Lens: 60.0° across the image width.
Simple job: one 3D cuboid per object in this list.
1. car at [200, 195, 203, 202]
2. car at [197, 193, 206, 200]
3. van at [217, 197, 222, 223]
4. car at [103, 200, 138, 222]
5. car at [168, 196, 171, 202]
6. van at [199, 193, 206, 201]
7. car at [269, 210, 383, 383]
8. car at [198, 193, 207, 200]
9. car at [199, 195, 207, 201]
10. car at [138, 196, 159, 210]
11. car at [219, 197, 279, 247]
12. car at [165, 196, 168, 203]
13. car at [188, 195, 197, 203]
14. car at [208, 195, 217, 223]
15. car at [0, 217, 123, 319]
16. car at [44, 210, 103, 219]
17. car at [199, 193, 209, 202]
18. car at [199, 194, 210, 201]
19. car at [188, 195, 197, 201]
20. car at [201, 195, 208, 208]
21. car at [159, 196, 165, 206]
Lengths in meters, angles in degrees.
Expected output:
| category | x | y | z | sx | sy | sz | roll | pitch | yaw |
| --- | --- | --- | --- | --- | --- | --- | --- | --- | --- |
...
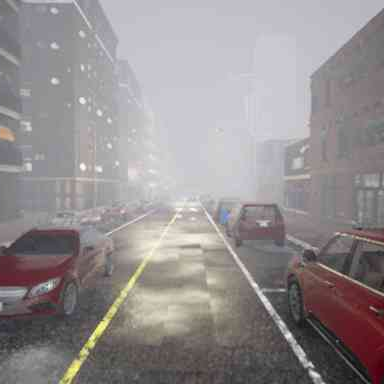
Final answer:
| category | x | y | z | sx | sy | sz | roll | pitch | yaw |
| --- | --- | --- | --- | --- | --- | --- | --- | --- | --- |
| car | 2.655 | 1.515 | 52.356 | 1.947 | 1.339 | 4.313 | -1 | 0 | 0 |
| car | 2.658 | 1.212 | 91.414 | 2.192 | 1.841 | 5.009 | -1 | 0 | 0 |
| van | 2.676 | 1.324 | 20.246 | 1.690 | 1.788 | 3.998 | -1 | 0 | 0 |
| car | -5.700 | 1.417 | 25.662 | 1.967 | 1.590 | 4.097 | -1 | 0 | 0 |
| car | -5.688 | 1.487 | 74.627 | 1.947 | 1.339 | 4.313 | -1 | 0 | 0 |
| van | 2.657 | 1.247 | 85.834 | 1.690 | 1.788 | 3.998 | -1 | 0 | 0 |
| car | 2.673 | 1.312 | 4.025 | 2.192 | 1.841 | 5.009 | -1 | 0 | 0 |
| car | 2.652 | 1.251 | 63.515 | 2.192 | 1.841 | 5.009 | -1 | 0 | 0 |
| car | 2.659 | 1.439 | 80.425 | 1.752 | 1.417 | 4.829 | -1 | 0 | 0 |
| car | -5.697 | 1.400 | 41.884 | 1.967 | 1.590 | 4.097 | -1 | 0 | 0 |
| car | 2.674 | 1.303 | 14.839 | 2.192 | 1.841 | 5.009 | -1 | 0 | 0 |
| car | -5.693 | 1.383 | 57.887 | 1.967 | 1.590 | 4.097 | -1 | 0 | 0 |
| car | 0.015 | 1.470 | 68.211 | 2.033 | 1.411 | 5.357 | 0 | 0 | 0 |
| car | 2.677 | 1.292 | 25.653 | 2.192 | 1.841 | 5.009 | -1 | 0 | 0 |
| car | -3.048 | 1.519 | 7.471 | 1.812 | 1.442 | 4.674 | 0 | 0 | 1 |
| car | -5.701 | 1.538 | 14.848 | 2.008 | 1.369 | 4.403 | -1 | 0 | 0 |
| car | 2.655 | 1.237 | 74.674 | 2.192 | 1.841 | 5.009 | -1 | 0 | 0 |
| car | 2.655 | 1.509 | 57.936 | 1.947 | 1.339 | 4.313 | -1 | 0 | 0 |
| car | 0.016 | 1.435 | 78.627 | 2.033 | 1.411 | 5.357 | 0 | 0 | 0 |
| car | 2.686 | 1.516 | 46.784 | 2.008 | 1.369 | 4.403 | -1 | 0 | 0 |
| car | -5.693 | 1.475 | 52.138 | 1.752 | 1.417 | 4.829 | -1 | 0 | 0 |
